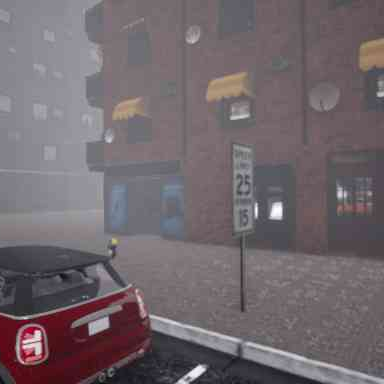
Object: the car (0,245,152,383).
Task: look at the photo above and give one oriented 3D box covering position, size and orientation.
[{"bbox_3d":[-2.584,1.486,4.721,4.097,1.590,1.967,-1,-1,36],"label":"car"}]
